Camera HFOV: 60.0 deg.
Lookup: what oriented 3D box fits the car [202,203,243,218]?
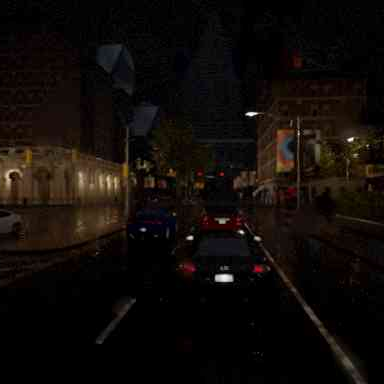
[{"bbox_3d":[1.603,1.406,17.528,2.097,1.767,4.553,0,0,5],"label":"car"}]

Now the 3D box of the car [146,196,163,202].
[{"bbox_3d":[-8.338,1.695,74.228,1.837,1.490,4.892,0,0,5],"label":"car"}]

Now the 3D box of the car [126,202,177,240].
[{"bbox_3d":[-1.936,1.523,17.243,1.882,1.535,5.008,0,0,6],"label":"car"}]

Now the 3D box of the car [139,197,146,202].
[{"bbox_3d":[-11.174,1.797,78.871,1.895,1.301,4.718,0,0,5],"label":"car"}]

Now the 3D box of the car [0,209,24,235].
[{"bbox_3d":[-10.209,1.551,16.304,1.812,1.442,4.674,0,0,6],"label":"car"}]

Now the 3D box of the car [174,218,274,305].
[{"bbox_3d":[0.777,1.589,8.215,1.994,1.385,4.181,0,0,5],"label":"car"}]

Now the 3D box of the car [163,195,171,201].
[{"bbox_3d":[-6.911,1.597,89.723,2.097,1.767,4.553,0,0,5],"label":"car"}]
